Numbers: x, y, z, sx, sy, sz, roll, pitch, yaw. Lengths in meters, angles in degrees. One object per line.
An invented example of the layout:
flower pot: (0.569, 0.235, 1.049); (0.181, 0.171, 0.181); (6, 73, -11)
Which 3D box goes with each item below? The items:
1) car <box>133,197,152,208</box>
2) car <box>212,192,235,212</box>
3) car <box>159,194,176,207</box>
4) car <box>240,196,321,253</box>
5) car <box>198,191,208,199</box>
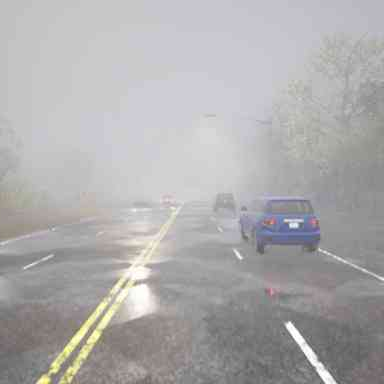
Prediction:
car: (-6.572, 1.380, 44.437); (1.895, 1.301, 4.718); (0, 0, 0)
car: (3.365, 1.052, 35.857); (2.150, 2.045, 5.566); (0, 0, 1)
car: (-3.315, 1.123, 45.745); (2.097, 1.767, 4.553); (0, 0, 0)
car: (3.349, 1.175, 13.625); (2.150, 2.045, 5.566); (0, 0, 0)
car: (3.272, 0.973, 88.800); (2.128, 1.511, 4.902); (0, 1, 0)
